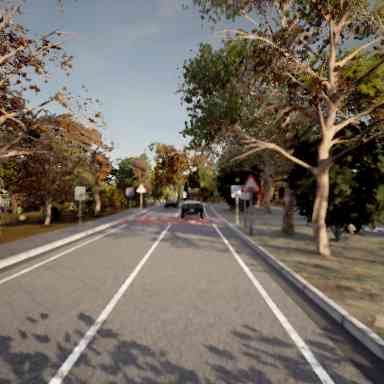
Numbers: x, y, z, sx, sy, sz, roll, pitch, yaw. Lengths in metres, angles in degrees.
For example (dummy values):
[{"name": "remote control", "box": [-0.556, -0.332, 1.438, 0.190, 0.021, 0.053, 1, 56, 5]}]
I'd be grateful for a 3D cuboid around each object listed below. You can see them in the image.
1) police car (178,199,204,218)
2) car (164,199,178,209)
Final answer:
[{"name": "police car", "box": [0.038, 1.482, 29.712, 1.930, 1.638, 5.238, 1, -4, 1]}, {"name": "car", "box": [-3.052, 1.770, 49.869, 1.895, 1.301, 4.718, 0, 0, 2]}]
